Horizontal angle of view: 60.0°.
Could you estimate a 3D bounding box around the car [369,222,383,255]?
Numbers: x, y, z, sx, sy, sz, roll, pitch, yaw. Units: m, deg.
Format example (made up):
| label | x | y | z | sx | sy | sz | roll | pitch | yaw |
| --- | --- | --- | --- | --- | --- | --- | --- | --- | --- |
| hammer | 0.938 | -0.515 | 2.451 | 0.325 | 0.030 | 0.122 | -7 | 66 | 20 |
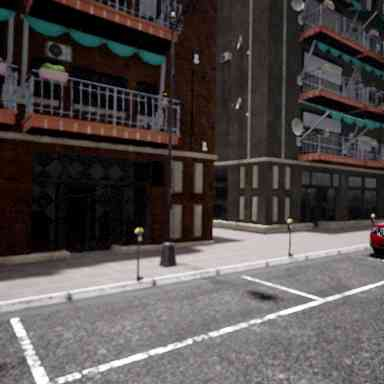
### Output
| label | x | y | z | sx | sy | sz | roll | pitch | yaw |
| --- | --- | --- | --- | --- | --- | --- | --- | --- | --- |
| car | 8.919 | 1.457 | 12.826 | 5.009 | 1.841 | 2.192 | 1 | 0 | -35 |
